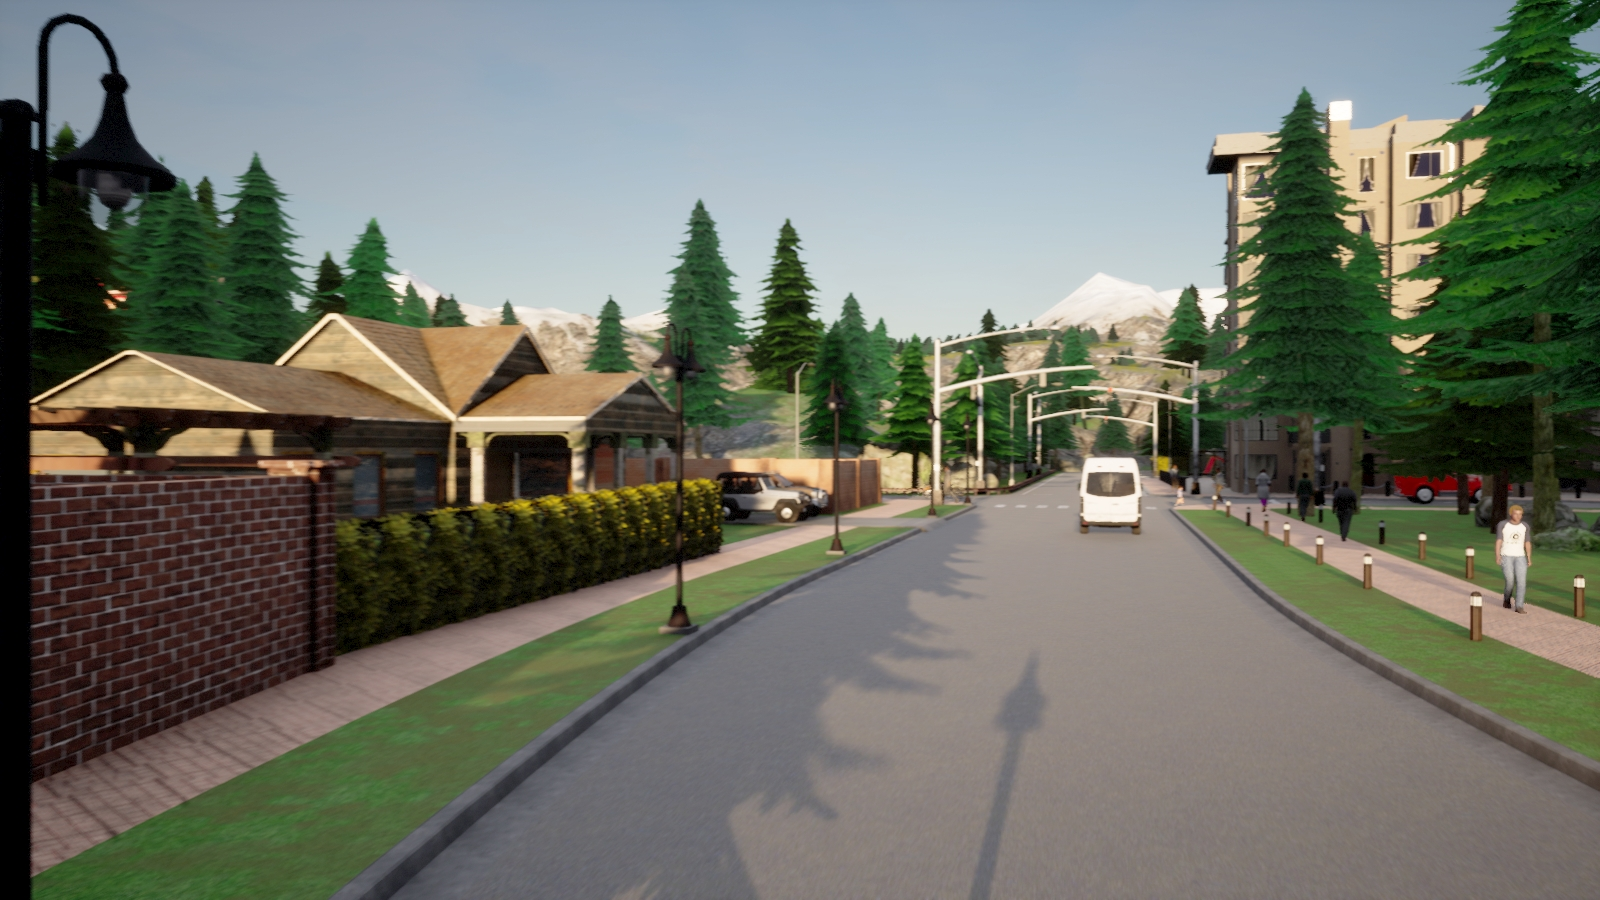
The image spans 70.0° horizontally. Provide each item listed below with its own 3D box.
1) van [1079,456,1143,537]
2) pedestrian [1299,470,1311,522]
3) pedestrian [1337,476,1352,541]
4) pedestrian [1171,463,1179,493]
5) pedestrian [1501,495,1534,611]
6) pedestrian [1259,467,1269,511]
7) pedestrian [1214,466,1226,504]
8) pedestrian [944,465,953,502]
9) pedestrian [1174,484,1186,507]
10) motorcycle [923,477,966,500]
[{"bbox_3d":[10.814,1.511,39.827,1.988,2.561,5.915,0,0,15],"label":"van"},{"bbox_3d":[18.503,1.677,41.860,0.375,1.860,0.375,0,0,16],"label":"pedestrian"},{"bbox_3d":[15.754,1.676,33.035,0.375,1.860,0.375,0,0,28],"label":"pedestrian"},{"bbox_3d":[22.892,1.698,69.718,0.375,1.860,0.375,0,0,-3],"label":"pedestrian"},{"bbox_3d":[11.775,1.674,18.759,0.375,1.860,0.375,0,0,18],"label":"pedestrian"},{"bbox_3d":[20.066,1.682,49.413,0.375,1.860,0.375,0,0,22],"label":"pedestrian"},{"bbox_3d":[20.583,1.695,55.997,0.375,1.860,0.375,0,0,-10],"label":"pedestrian"},{"bbox_3d":[7.431,1.672,57.054,0.375,1.860,0.375,0,0,17],"label":"pedestrian"},{"bbox_3d":[18.726,2.222,56.357,0.500,1.100,0.500,0,0,25],"label":"pedestrian"},{"bbox_3d":[8.183,2.156,64.594,2.356,1.277,0.764,0,0,9],"label":"motorcycle"}]
